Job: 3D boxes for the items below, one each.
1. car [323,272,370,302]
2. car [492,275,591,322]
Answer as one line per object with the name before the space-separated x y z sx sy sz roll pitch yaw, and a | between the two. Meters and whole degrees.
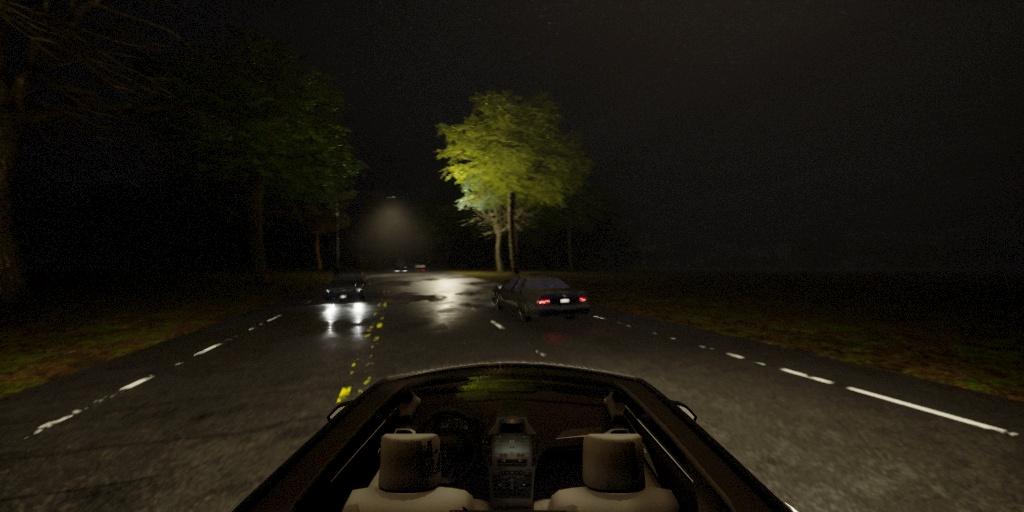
car | -8.725 1.553 19.330 2.033 1.411 5.357 -1 0 -18
car | 0.760 1.372 12.754 2.033 1.411 5.357 -1 0 -18
